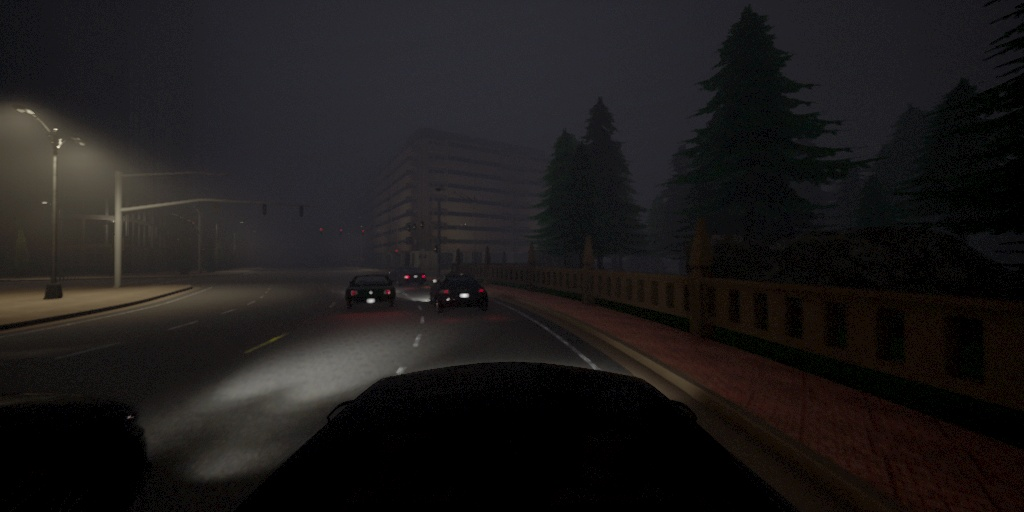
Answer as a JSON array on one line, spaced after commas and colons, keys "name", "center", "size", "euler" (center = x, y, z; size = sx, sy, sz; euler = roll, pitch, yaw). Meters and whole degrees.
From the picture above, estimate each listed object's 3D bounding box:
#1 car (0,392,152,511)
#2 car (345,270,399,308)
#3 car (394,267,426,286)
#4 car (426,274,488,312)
[{"name": "car", "center": [-3.703, 1.239, 0.671], "size": [2.128, 1.511, 4.902], "euler": [0, 0, 2]}, {"name": "car", "center": [-6.337, 1.488, 16.160], "size": [1.895, 1.301, 4.718], "euler": [0, -1, -21]}, {"name": "car", "center": [-8.271, 1.540, 27.773], "size": [2.033, 1.411, 5.357], "euler": [0, -1, -33]}, {"name": "car", "center": [-2.317, 1.435, 15.023], "size": [1.994, 1.385, 4.181], "euler": [0, -1, -17]}]
